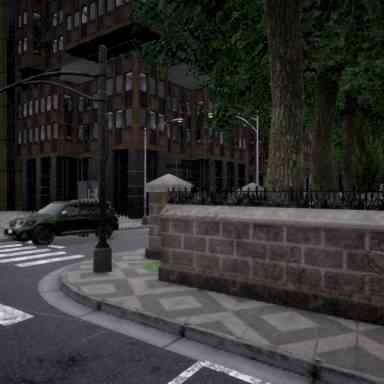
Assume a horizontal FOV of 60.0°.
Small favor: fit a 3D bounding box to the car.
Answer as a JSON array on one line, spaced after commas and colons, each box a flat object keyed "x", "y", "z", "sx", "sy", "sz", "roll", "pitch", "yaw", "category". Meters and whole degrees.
[{"x": -6.311, "y": 1.456, "z": 16.871, "sx": 2.150, "sy": 2.045, "sz": 5.566, "roll": 0, "pitch": -1, "yaw": 39, "category": "car"}]
